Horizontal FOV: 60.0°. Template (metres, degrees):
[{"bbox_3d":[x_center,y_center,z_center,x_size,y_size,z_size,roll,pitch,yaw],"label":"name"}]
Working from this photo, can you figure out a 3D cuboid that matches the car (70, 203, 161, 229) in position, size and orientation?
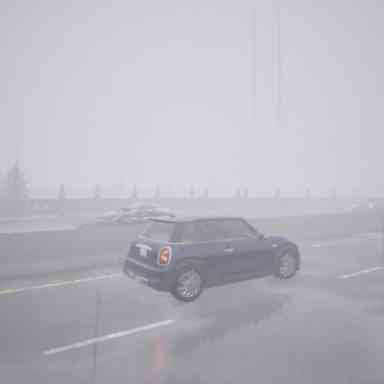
[{"bbox_3d":[-2.859,1.447,14.773,4.902,1.511,2.128,0,0,-35],"label":"car"}]

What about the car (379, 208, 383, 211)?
[{"bbox_3d":[7.154,1.354,8.674,4.553,1.767,2.097,0,0,-35],"label":"car"}]

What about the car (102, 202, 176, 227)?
[{"bbox_3d":[-3.575,1.460,22.793,4.674,1.442,1.812,0,0,-35],"label":"car"}]

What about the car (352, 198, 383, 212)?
[{"bbox_3d":[18.151,1.361,33.541,4.553,1.767,2.097,0,0,-34],"label":"car"}]

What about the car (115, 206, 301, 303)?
[{"bbox_3d":[0.683,1.333,8.413,4.553,1.767,2.097,0,0,-35],"label":"car"}]
